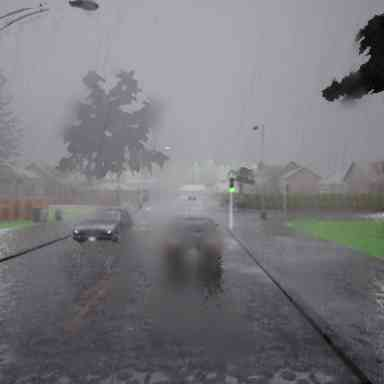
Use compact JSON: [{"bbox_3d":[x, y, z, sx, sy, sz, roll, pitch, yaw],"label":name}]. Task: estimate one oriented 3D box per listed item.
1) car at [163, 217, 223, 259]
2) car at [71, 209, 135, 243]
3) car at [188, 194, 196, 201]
[{"bbox_3d":[0.060,1.582,12.523,1.895,1.301,4.718,0,0,0],"label":"car"},{"bbox_3d":[-4.041,1.524,16.162,2.033,1.411,5.357,0,0,1],"label":"car"},{"bbox_3d":[0.002,1.219,72.851,1.882,1.535,5.008,0,0,0],"label":"car"}]
